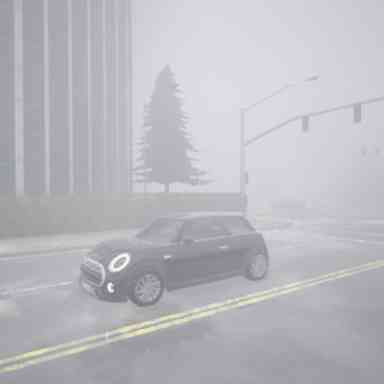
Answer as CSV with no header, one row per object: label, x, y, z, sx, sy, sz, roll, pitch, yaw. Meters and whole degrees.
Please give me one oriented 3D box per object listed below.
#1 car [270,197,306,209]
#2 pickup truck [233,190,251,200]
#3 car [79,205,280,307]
car,11.282,1.276,39.207,1.994,1.385,4.181,-1,0,-35
pickup truck,10.275,0.625,68.807,2.390,2.098,6.274,0,0,-5
car,-0.285,1.312,8.029,4.553,1.767,2.097,-1,0,-35
